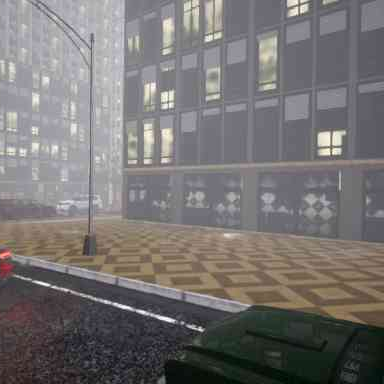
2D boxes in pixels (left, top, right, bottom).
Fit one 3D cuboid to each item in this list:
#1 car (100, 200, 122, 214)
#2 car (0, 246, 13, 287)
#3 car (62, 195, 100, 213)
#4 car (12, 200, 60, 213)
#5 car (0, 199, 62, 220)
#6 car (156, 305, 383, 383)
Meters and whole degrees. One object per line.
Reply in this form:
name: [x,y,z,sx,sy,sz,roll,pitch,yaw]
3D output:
car: [-8.052,1.830,39.169,1.752,1.417,4.829,1,0,36]
car: [-6.093,1.521,7.998,4.674,1.442,1.812,0,0,35]
car: [-13.781,1.417,41.130,2.150,2.045,5.566,1,0,36]
car: [-18.347,1.643,39.312,1.752,1.417,4.829,1,0,36]
car: [-14.831,1.519,29.944,2.192,1.841,5.009,1,0,36]
car: [2.016,1.601,2.248,4.718,1.301,1.895,0,0,35]
